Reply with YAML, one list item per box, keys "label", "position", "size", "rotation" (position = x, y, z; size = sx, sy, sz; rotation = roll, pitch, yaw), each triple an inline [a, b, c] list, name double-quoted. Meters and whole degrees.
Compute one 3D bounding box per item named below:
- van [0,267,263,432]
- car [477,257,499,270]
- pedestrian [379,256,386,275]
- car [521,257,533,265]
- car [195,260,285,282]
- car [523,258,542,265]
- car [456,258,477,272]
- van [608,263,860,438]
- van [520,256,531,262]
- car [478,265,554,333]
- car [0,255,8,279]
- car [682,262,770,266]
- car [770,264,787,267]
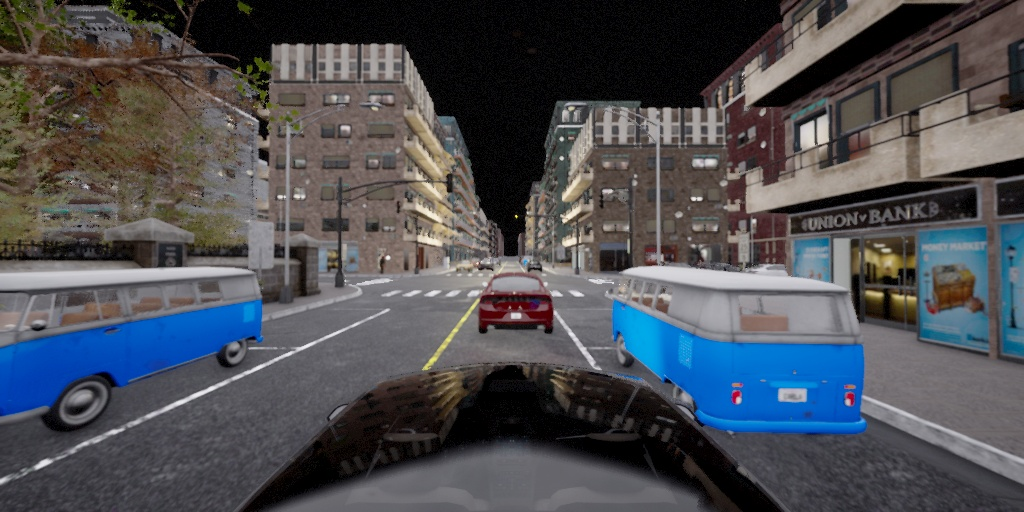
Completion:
- label: "van"
  position: [-5.657, 1.080, 5.263]
  size: [1.690, 1.789, 3.998]
  rotation: [0, 0, 0]
- label: "car"
  position: [-3.087, 1.172, 44.245]
  size: [2.033, 1.411, 5.357]
  rotation: [0, 0, 1]
- label: "pedestrian"
  position: [-12.541, 0.860, 34.646]
  size: [0.375, 1.860, 0.375]
  rotation: [0, -1, 1]
- label: "car"
  position: [2.689, 1.162, 48.851]
  size: [2.007, 1.370, 4.403]
  rotation: [0, 0, 0]
- label: "car"
  position: [-19.615, 1.043, 25.990]
  size: [4.902, 1.511, 2.128]
  rotation: [0, -1, 1]
- label: "car"
  position: [2.689, 1.193, 43.208]
  size: [1.948, 1.339, 4.313]
  rotation: [0, 0, 0]
- label: "car"
  position: [-5.691, 1.153, 43.037]
  size: [1.751, 1.417, 4.829]
  rotation: [0, 0, 0]
- label: "van"
  position: [2.658, 1.080, 5.262]
  size: [1.690, 1.789, 3.998]
  rotation: [0, 0, 0]
- label: "van"
  position: [2.689, 0.920, 60.135]
  size: [1.690, 1.789, 3.998]
  rotation: [0, 0, 0]
- label: "car"
  position: [0.097, 1.201, 10.621]
  size: [1.882, 1.535, 5.008]
  rotation: [0, 0, 0]
- label: "car"
  position: [-40.625, 0.791, 26.255]
  size: [4.553, 1.767, 2.097]
  rotation: [0, -1, 1]
- label: "car"
  position: [13.533, 1.262, 22.996]
  size: [4.313, 1.339, 1.948]
  rotation: [0, 0, 1]
- label: "car"
  position: [18.846, 1.291, 25.559]
  size: [4.674, 1.442, 1.812]
  rotation: [0, -1, 1]
